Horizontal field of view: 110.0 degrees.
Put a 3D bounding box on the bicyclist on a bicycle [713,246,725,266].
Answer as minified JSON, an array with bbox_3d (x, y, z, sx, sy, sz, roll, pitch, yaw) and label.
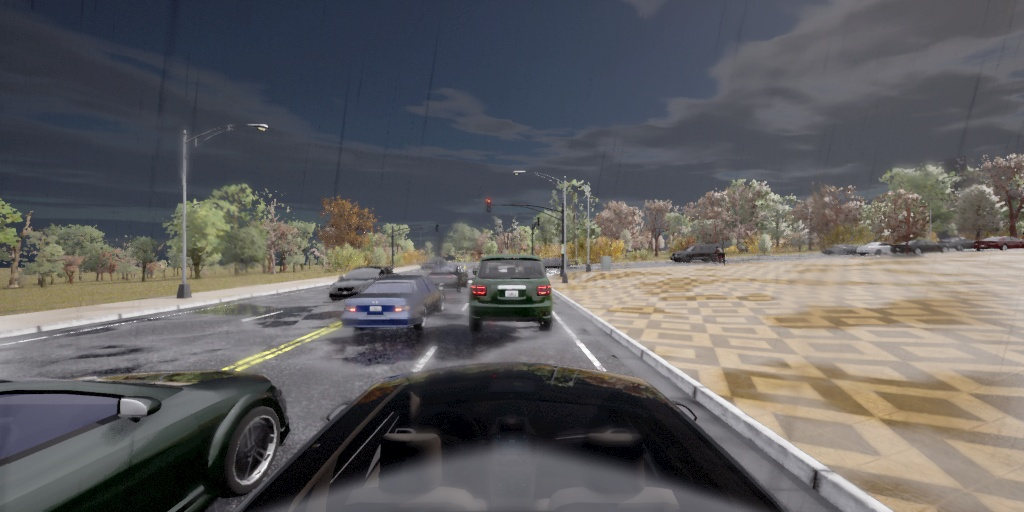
[{"bbox_3d":[17.399,0.004,30.152,0.582,1.620,1.656,-2,0,-3],"label":"bicyclist on a bicycle"}]

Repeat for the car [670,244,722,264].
[{"bbox_3d":[21.228,-0.237,41.286,5.566,2.045,2.150,-2,0,-3],"label":"car"}]

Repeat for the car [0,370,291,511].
[{"bbox_3d":[-3.173,1.314,1.827,1.994,1.385,4.181,0,0,0],"label":"car"}]

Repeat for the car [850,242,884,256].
[{"bbox_3d":[40.574,-0.804,39.458,4.674,1.442,1.812,-3,0,-6],"label":"car"}]

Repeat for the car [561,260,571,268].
[{"bbox_3d":[3.777,0.882,40.048,5.357,1.411,2.033,-3,0,-9],"label":"car"}]

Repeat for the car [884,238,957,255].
[{"bbox_3d":[41.236,-0.878,36.259,5.008,1.535,1.882,-3,0,-5],"label":"car"}]

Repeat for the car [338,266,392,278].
[{"bbox_3d":[-6.799,1.266,17.016,1.837,1.490,4.892,0,0,0],"label":"car"}]

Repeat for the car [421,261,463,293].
[{"bbox_3d":[-3.624,1.257,20.796,2.128,1.511,4.902,0,0,0],"label":"car"}]

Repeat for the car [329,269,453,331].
[{"bbox_3d":[-3.311,1.303,11.049,2.033,1.411,5.357,0,0,-1],"label":"car"}]

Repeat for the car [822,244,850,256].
[{"bbox_3d":[39.520,-0.722,42.727,4.181,1.385,1.994,-2,0,-5],"label":"car"}]

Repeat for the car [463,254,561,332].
[{"bbox_3d":[-0.063,0.977,11.047,2.150,2.045,5.566,0,0,-1],"label":"car"}]

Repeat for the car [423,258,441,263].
[{"bbox_3d":[-12.545,1.406,54.777,1.994,1.385,4.181,0,0,-5],"label":"car"}]

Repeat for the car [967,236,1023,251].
[{"bbox_3d":[51.155,-1.315,37.393,5.008,1.535,1.882,-3,0,-7],"label":"car"}]
